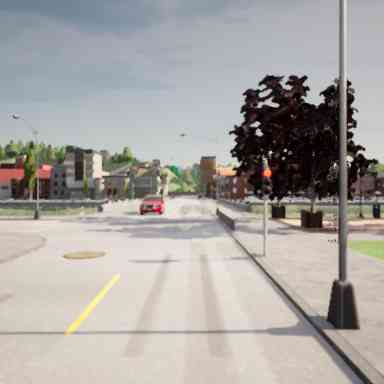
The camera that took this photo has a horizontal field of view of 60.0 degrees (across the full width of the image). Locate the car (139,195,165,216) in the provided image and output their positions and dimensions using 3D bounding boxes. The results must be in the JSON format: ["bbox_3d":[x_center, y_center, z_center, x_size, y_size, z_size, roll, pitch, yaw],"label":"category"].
[{"bbox_3d":[-3.995,1.324,34.249,2.150,2.045,5.566,0,0,0],"label":"car"}]
